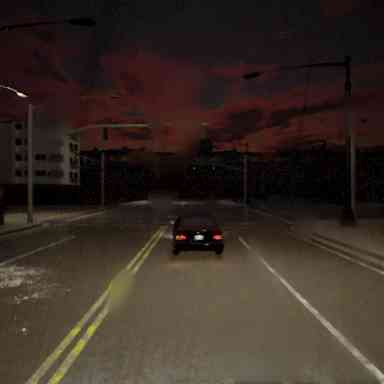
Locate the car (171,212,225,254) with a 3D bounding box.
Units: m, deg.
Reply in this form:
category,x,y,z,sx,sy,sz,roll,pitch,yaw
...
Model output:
category,x,y,z,sx,sy,sz,roll,pitch,yaw
car,0.137,1.529,13.381,2.033,1.411,5.357,0,0,-2
